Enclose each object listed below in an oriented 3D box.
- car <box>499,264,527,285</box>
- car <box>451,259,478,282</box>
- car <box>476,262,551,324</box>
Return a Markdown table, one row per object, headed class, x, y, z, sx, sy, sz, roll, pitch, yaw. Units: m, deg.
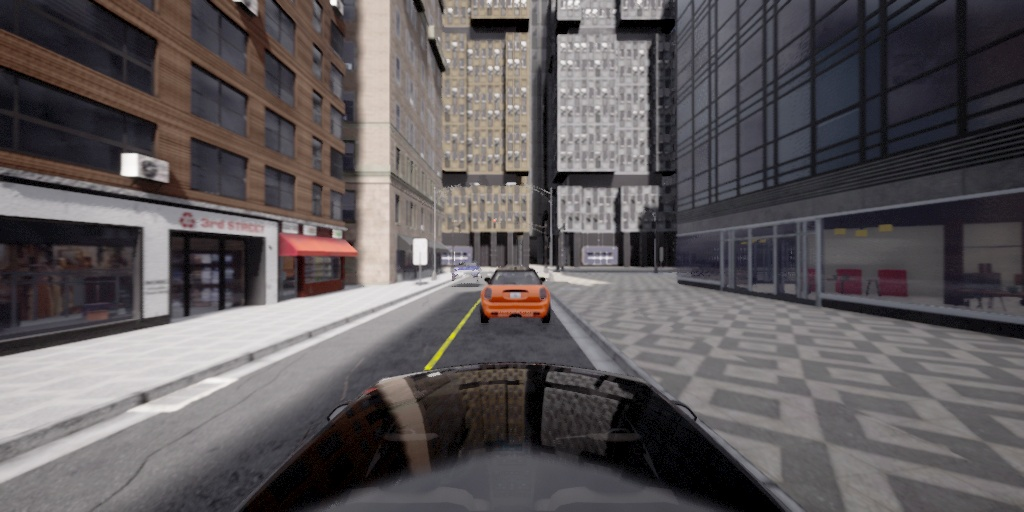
| class | x | y | z | sx | sy | sz | roll | pitch | yaw |
| --- | --- | --- | --- | --- | --- | --- | --- | --- | --- |
| car | 0.099 | 1.388 | 28.812 | 2.033 | 1.411 | 5.357 | 0 | 0 | 0 |
| car | -3.000 | 0.966 | 24.840 | 1.812 | 1.442 | 4.674 | 0 | 0 | 0 |
| car | 0.101 | 1.137 | 12.301 | 2.097 | 1.767 | 4.553 | 0 | 0 | 0 |
